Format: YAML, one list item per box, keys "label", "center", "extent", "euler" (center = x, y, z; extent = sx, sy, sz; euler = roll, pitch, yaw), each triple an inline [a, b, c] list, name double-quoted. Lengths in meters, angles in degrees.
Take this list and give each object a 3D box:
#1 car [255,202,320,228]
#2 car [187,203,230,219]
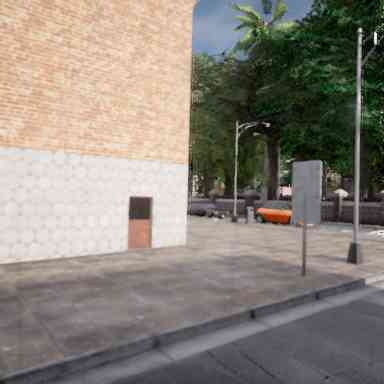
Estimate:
- label: "car"
  center: [6.786, 1.568, 23.874]
  extent: [2.097, 1.767, 4.553]
  euler: [2, -1, -36]
- label: "car"
  center: [1.170, 1.756, 31.480]
  extent: [2.033, 1.411, 5.357]
  euler: [3, -1, -37]
